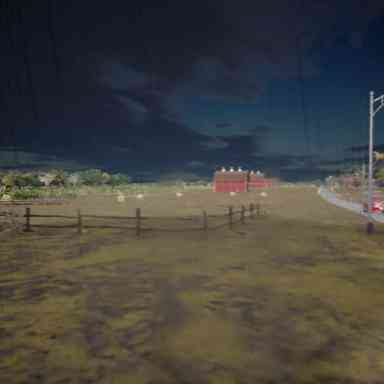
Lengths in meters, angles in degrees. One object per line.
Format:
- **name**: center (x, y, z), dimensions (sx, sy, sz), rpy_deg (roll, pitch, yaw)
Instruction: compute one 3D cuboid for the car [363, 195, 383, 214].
- **car**: center (20.109, 1.360, 36.255), dimensions (2.150, 2.045, 5.566), rpy_deg (1, -1, 20)
